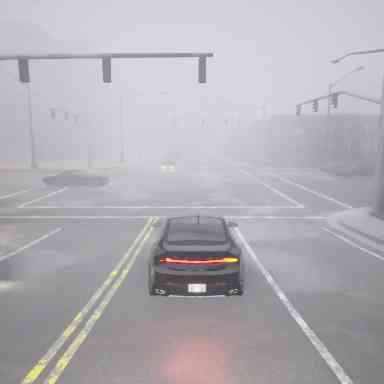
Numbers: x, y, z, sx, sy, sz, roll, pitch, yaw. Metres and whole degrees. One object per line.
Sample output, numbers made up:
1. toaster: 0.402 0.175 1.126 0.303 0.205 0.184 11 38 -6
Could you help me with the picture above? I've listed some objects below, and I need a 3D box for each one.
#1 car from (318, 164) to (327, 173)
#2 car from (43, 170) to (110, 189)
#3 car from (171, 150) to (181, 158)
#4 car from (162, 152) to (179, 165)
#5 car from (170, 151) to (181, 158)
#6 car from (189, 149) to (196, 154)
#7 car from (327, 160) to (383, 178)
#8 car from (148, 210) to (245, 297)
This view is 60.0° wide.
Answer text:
1. car: 16.314 -2.727 36.263 4.902 1.511 2.128 0 9 0
2. car: -8.829 -1.005 25.812 4.718 1.301 1.895 0 9 0
3. car: -3.423 -8.072 70.969 1.882 1.535 5.008 0 9 0
4. car: -3.542 -4.880 50.661 2.033 1.411 5.357 0 9 0
5. car: -3.502 -6.635 60.791 2.097 1.767 4.553 0 9 0
6. car: 0.098 -10.967 90.286 1.994 1.385 4.181 0 9 0
7. car: 16.678 -2.140 32.813 5.357 1.411 2.033 0 9 2
8. car: 0.080 1.203 7.996 1.837 1.490 4.892 0 4 0
